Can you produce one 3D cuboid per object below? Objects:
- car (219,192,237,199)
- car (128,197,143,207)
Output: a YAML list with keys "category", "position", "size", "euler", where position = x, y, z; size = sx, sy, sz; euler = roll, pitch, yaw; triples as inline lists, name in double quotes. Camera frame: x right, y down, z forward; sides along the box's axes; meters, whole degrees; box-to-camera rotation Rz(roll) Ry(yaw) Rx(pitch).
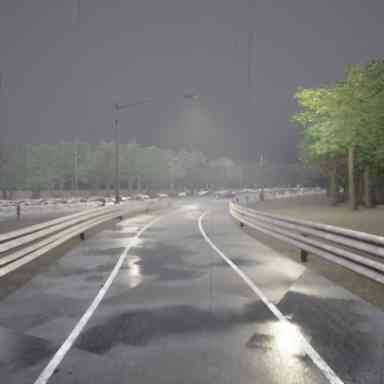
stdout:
- category: "car"
  position: [8.150, 0.749, 74.791]
  size: [2.033, 1.411, 5.357]
  euler: [0, 2, 36]
- category: "car"
  position: [-8.544, 1.502, 52.189]
  size: [1.994, 1.385, 4.181]
  euler: [0, 2, 36]
